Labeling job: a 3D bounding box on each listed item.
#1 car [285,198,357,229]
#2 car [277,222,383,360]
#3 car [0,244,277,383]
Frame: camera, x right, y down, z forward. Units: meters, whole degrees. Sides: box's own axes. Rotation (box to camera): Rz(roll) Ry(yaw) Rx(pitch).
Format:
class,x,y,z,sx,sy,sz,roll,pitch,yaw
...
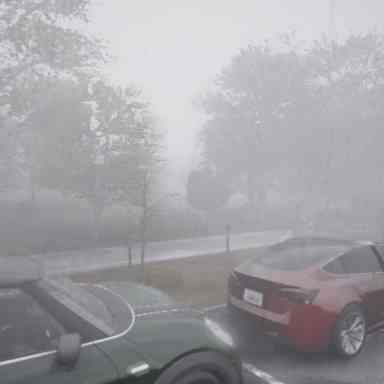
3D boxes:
class,x,y,z,sx,sy,sz,roll,pitch,yaw
car,8.386,1.393,21.374,5.566,2.045,2.150,0,0,-36
car,2.841,1.550,6.080,4.792,1.488,2.163,0,-1,-33
car,-1.724,1.361,2.830,4.553,1.767,2.185,0,0,-33
